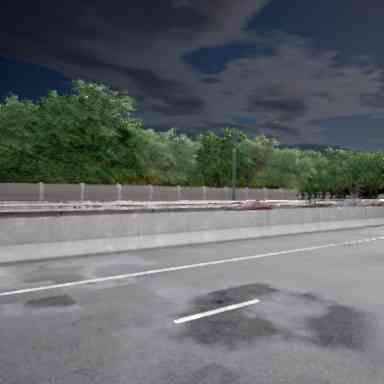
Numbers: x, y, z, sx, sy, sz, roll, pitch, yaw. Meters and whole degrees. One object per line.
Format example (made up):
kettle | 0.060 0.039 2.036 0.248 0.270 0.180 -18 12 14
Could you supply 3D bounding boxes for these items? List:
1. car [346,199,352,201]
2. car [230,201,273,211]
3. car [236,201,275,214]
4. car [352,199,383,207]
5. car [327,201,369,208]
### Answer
car | 24.972 1.799 51.787 4.553 1.767 2.097 1 0 -36
car | 6.136 1.685 34.167 5.008 1.535 1.882 1 0 -35
car | 7.534 1.769 39.457 4.674 1.442 1.812 1 0 -35
car | 25.653 1.901 47.992 5.008 1.535 1.882 1 -1 -35
car | 13.936 1.794 31.132 5.357 1.411 2.033 1 0 -35
